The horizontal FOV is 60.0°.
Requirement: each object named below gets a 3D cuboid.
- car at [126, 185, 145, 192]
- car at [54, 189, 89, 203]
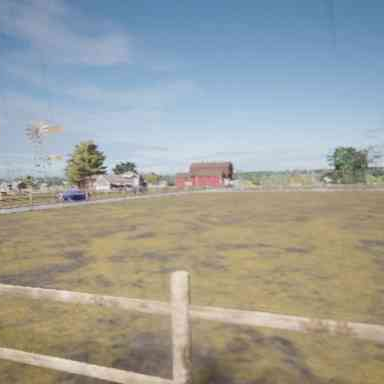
[{"bbox_3d":[-9.351,-0.393,55.591,1.812,1.442,4.674,0,2,19],"label":"car"},{"bbox_3d":[-14.667,0.448,40.704,1.882,1.535,5.008,0,2,20],"label":"car"}]
